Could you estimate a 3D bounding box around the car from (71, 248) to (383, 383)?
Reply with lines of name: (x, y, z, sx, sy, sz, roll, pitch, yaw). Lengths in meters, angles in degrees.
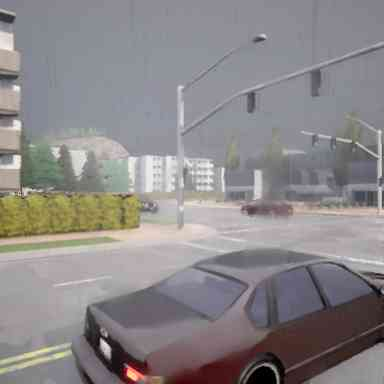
car: (1.226, 1.540, 4.643, 5.357, 1.411, 2.033, 0, 0, -35)

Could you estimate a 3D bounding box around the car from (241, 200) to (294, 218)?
car: (6.553, 1.431, 29.353, 1.882, 1.535, 5.008, 0, 0, -38)

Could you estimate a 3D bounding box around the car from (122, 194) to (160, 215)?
car: (-5.369, 1.192, 33.116, 2.150, 2.045, 5.566, 0, 0, -36)
